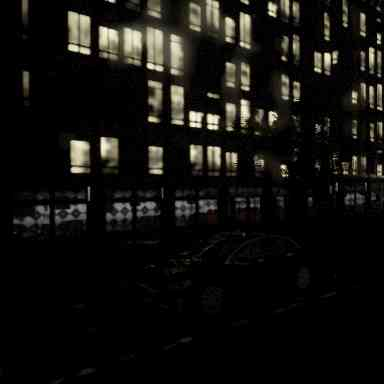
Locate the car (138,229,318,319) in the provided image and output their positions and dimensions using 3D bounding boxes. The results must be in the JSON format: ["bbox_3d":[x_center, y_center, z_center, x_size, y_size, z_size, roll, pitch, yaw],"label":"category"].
[{"bbox_3d":[0.965,1.540,7.261,4.403,1.369,2.008,0,0,-36],"label":"car"}]
